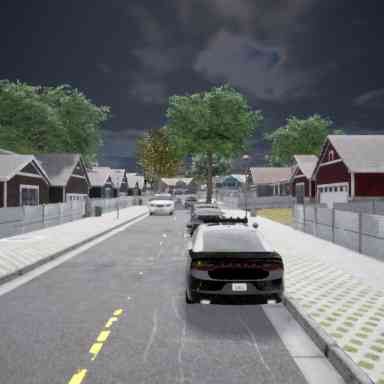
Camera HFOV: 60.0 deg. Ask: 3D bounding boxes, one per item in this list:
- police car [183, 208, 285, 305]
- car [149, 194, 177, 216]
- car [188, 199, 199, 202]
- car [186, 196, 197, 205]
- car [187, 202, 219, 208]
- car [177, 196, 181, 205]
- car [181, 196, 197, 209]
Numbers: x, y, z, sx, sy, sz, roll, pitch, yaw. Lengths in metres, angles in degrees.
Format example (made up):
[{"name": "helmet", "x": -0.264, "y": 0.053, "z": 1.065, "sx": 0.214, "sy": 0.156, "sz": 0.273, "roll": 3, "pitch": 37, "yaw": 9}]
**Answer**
[{"name": "police car", "x": 0.811, "y": 1.427, "z": 8.295, "sx": 1.930, "sy": 1.638, "sz": 5.238, "roll": 0, "pitch": 0, "yaw": 0}, {"name": "car", "x": -2.904, "y": 1.216, "z": 32.853, "sx": 2.150, "sy": 2.045, "sz": 5.566, "roll": 0, "pitch": 0, "yaw": 0}, {"name": "car", "x": 0.785, "y": 1.503, "z": 24.190, "sx": 1.837, "sy": 1.490, "sz": 4.892, "roll": 0, "pitch": 0, "yaw": 0}, {"name": "car", "x": -0.097, "y": 1.516, "z": 60.490, "sx": 1.812, "sy": 1.442, "sz": 4.674, "roll": 0, "pitch": 0, "yaw": 0}, {"name": "car", "x": 0.795, "y": 1.505, "z": 18.188, "sx": 1.837, "sy": 1.490, "sz": 4.892, "roll": 0, "pitch": 0, "yaw": 0}, {"name": "car", "x": -2.849, "y": 1.481, "z": 60.238, "sx": 2.128, "sy": 1.511, "sz": 4.902, "roll": 0, "pitch": 0, "yaw": 0}, {"name": "car", "x": -0.041, "y": 1.481, "z": 46.094, "sx": 2.128, "sy": 1.511, "sz": 4.902, "roll": 0, "pitch": 0, "yaw": 0}]
